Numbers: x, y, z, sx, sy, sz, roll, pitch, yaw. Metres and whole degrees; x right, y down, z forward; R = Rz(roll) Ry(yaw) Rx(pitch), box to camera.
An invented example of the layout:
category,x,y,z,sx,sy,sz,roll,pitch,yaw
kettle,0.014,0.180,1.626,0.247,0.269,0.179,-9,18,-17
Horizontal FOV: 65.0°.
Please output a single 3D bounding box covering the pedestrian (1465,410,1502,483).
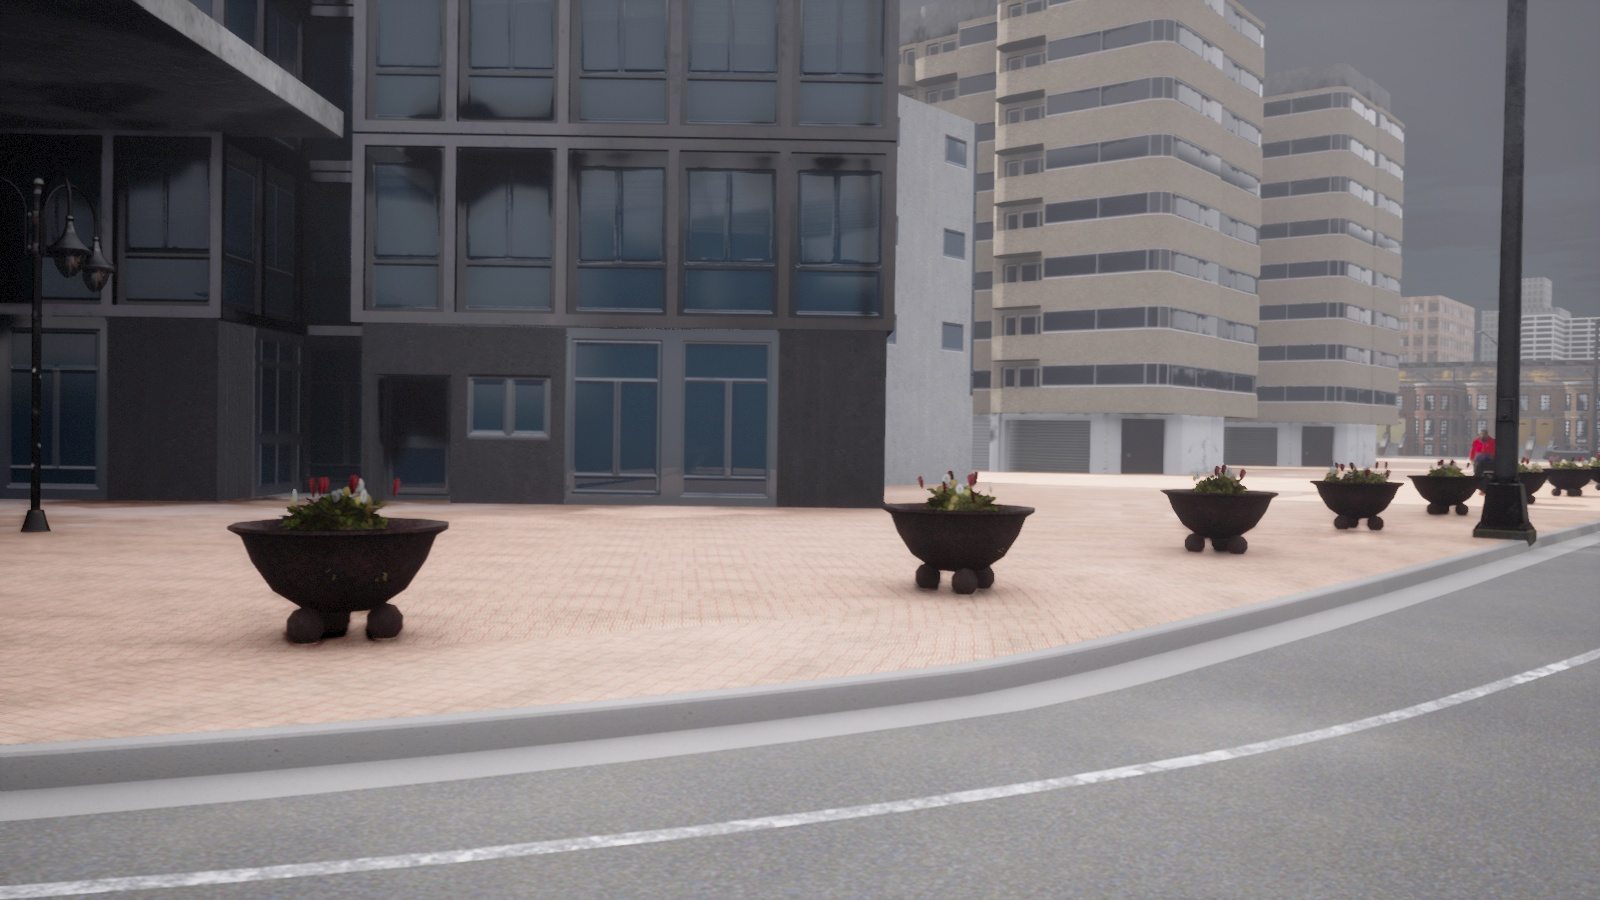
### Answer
category,x,y,z,sx,sy,sz,roll,pitch,yaw
pedestrian,17.599,-0.097,32.332,0.634,1.844,0.899,0,1,42
